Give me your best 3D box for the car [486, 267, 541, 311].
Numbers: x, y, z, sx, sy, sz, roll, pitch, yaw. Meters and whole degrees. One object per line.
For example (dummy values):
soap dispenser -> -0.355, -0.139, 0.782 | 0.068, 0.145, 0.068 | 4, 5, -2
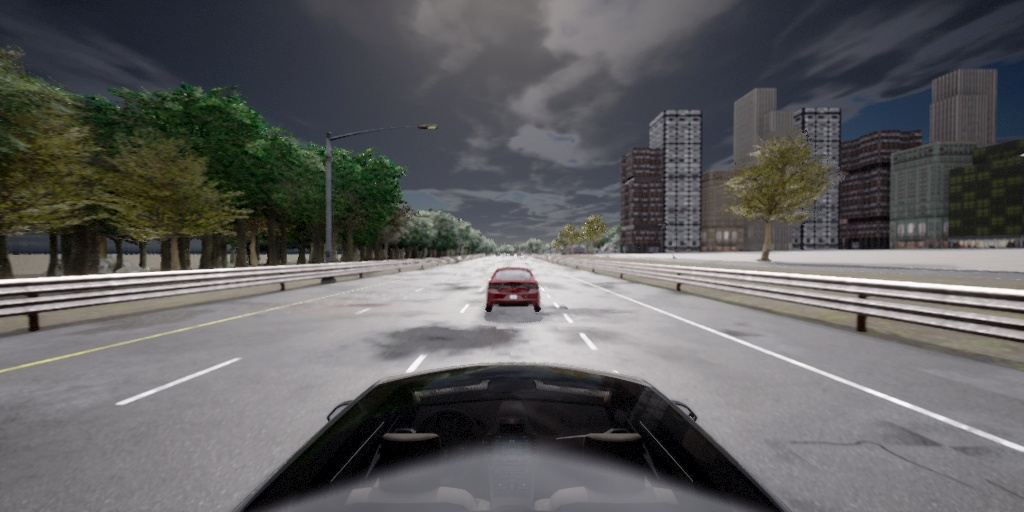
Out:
car -> 0.034, 1.152, 14.083 | 1.882, 1.535, 5.008 | 0, 1, 0
